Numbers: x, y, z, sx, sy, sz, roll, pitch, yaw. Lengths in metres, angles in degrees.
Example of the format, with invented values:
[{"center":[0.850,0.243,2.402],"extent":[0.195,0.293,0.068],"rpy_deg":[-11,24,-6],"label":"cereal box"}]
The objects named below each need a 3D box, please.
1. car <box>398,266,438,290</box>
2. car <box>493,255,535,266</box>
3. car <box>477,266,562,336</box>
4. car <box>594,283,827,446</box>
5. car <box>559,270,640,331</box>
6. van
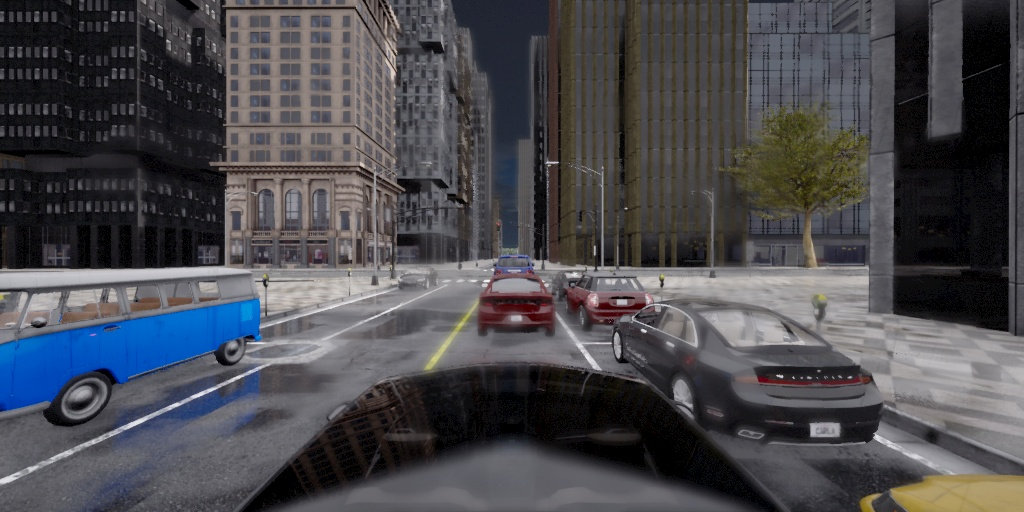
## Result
[{"center":[-5.724,1.296,22.285],"extent":[2.007,1.370,4.403],"rpy_deg":[0,0,0],"label":"car"},{"center":[0.110,0.967,20.259],"extent":[2.150,2.045,5.566],"rpy_deg":[0,0,0],"label":"car"},{"center":[0.109,1.226,10.375],"extent":[1.882,1.535,5.008],"rpy_deg":[0,0,0],"label":"car"},{"center":[2.770,1.300,5.347],"extent":[2.007,1.370,4.403],"rpy_deg":[0,0,0],"label":"car"},{"center":[2.781,1.188,10.989],"extent":[1.967,1.591,4.097],"rpy_deg":[0,0,0],"label":"car"},{"center":[-5.755,1.090,5.362],"extent":[1.690,1.789,3.998],"rpy_deg":[0,0,0],"label":"van"}]
